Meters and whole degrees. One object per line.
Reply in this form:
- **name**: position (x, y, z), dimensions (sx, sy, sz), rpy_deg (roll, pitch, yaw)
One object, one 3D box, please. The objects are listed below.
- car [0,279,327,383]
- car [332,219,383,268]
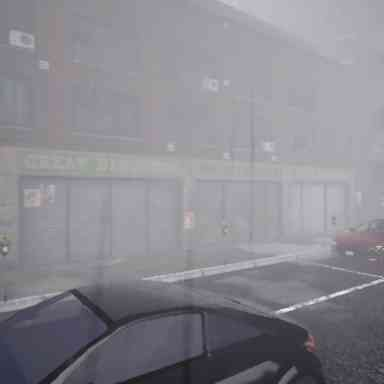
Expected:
- **car**: position (-0.764, 1.568, 2.809), dimensions (4.181, 1.385, 1.994), rpy_deg (0, 0, -35)
- **car**: position (6.529, 1.591, 11.218), dimensions (4.507, 1.381, 1.887), rpy_deg (0, -1, -35)
